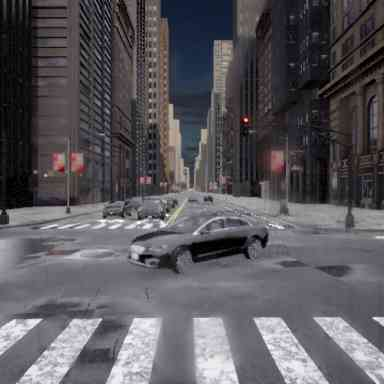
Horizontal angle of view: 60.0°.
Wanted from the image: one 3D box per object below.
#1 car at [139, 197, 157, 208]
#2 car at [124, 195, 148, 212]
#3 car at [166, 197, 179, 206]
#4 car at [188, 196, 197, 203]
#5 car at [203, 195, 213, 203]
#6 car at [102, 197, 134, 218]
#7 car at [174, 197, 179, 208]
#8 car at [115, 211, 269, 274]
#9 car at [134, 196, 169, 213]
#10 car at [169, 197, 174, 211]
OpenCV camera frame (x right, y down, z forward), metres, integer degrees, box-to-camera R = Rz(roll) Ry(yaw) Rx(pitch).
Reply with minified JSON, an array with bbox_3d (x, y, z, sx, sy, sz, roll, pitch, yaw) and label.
[{"bbox_3d":[-6.581,1.509,50.090,2.033,1.411,5.357,0,0,0],"label":"car"},{"bbox_3d":[-6.591,1.326,39.793,2.097,1.767,4.553,0,0,0],"label":"car"},{"bbox_3d":[-3.305,1.552,56.562,1.895,1.301,4.718,0,0,0],"label":"car"},{"bbox_3d":[0.110,1.468,69.876,2.033,1.411,5.357,0,0,0],"label":"car"},{"bbox_3d":[3.360,1.425,69.964,1.837,1.490,4.892,0,0,0],"label":"car"},{"bbox_3d":[-6.596,1.488,29.639,1.837,1.490,4.892,0,0,0],"label":"car"},{"bbox_3d":[-3.332,1.530,46.545,1.994,1.385,4.181,0,0,0],"label":"car"},{"bbox_3d":[0.362,1.454,10.530,4.902,1.511,2.128,-1,0,-38],"label":"car"},{"bbox_3d":[-3.286,1.337,27.737,2.097,1.767,4.553,0,0,-2],"label":"car"},{"bbox_3d":[-3.346,1.502,36.521,1.812,1.442,4.674,0,0,0],"label":"car"}]
